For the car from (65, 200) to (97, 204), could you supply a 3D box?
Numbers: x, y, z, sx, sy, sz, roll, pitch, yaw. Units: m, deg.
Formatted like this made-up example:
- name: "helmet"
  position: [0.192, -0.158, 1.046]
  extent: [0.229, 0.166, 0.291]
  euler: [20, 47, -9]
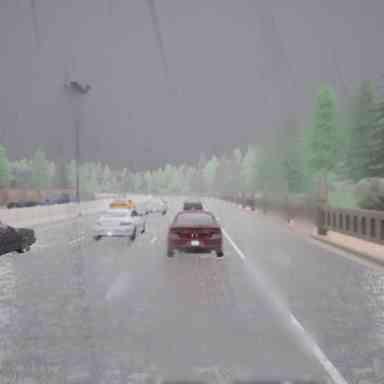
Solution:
- name: "car"
  position: [-14.072, 1.096, 43.242]
  extent: [2.150, 2.045, 5.566]
  euler: [0, 0, 0]

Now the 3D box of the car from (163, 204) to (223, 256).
- name: "car"
  position: [0.100, 1.438, 12.920]
  extent: [1.882, 1.535, 5.008]
  euler: [0, 0, 0]

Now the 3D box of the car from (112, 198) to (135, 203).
- name: "car"
  position: [-6.900, 1.378, 33.300]
  extent: [1.882, 1.535, 5.008]
  euler: [0, 0, 0]

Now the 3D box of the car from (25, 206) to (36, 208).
- name: "car"
  position: [-21.075, 1.478, 41.607]
  extent: [1.895, 1.301, 4.718]
  euler: [0, 0, 0]

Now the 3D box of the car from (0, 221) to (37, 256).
- name: "car"
  position: [-6.899, 1.517, 10.343]
  extent: [2.033, 1.411, 5.357]
  euler: [0, 0, 0]

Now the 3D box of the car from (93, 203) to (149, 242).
- name: "car"
  position: [-3.410, 1.477, 16.108]
  extent: [1.812, 1.442, 4.674]
  euler: [0, 0, 0]

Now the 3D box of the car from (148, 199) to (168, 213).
- name: "car"
  position: [-3.406, 1.427, 32.637]
  extent: [1.812, 1.442, 4.674]
  euler: [0, 0, 0]

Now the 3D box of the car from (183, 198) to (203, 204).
- name: "car"
  position: [0.100, 1.377, 33.290]
  extent: [1.882, 1.535, 5.008]
  euler: [0, 0, 0]

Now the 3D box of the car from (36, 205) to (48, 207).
- name: "car"
  position: [-17.569, 1.096, 43.215]
  extent: [2.150, 2.045, 5.566]
  euler: [0, 0, 0]
